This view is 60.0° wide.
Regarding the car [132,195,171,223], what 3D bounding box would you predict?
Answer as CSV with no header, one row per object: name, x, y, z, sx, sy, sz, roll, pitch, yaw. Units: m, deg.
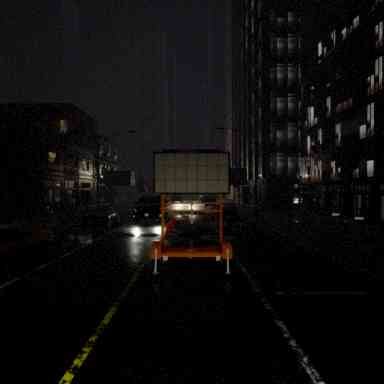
car,-3.118,1.225,25.590,2.150,2.045,5.566,0,0,0

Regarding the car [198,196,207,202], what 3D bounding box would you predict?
car,2.630,1.596,81.771,2.008,1.369,4.403,0,0,0

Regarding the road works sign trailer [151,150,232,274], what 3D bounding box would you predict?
road works sign trailer,-0.007,0.465,10.545,2.380,3.560,2.880,0,0,0

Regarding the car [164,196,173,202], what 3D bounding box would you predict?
car,-5.750,1.627,81.761,1.802,1.307,4.206,0,0,0

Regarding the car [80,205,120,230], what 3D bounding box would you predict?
car,-5.707,1.553,20.996,2.008,1.369,4.403,0,0,0

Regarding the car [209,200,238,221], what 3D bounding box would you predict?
car,2.669,1.555,26.528,2.008,1.369,4.403,0,0,0

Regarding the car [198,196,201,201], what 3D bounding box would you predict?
car,2.642,1.555,65.367,1.752,1.417,4.829,0,0,0

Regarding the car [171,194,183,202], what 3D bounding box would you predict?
car,-3.046,1.252,66.724,2.150,2.045,5.566,0,0,0

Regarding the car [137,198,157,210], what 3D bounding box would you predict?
car,-5.723,1.562,43.092,2.008,1.369,4.403,0,0,0

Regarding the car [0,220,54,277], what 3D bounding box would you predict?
car,-5.699,1.526,9.776,1.752,1.417,4.829,0,0,0

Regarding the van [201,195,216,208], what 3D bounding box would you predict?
van,2.652,1.357,48.625,1.690,1.788,3.998,0,0,0

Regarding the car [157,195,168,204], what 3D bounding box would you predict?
car,-5.739,1.470,65.188,1.967,1.590,4.097,0,0,0

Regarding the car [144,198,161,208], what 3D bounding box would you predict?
car,-5.727,1.560,48.616,1.887,1.381,4.507,0,0,0

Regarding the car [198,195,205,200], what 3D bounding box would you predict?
car,2.622,1.582,92.988,1.752,1.417,4.829,0,0,0

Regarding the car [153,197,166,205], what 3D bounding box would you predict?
car,-5.734,1.591,59.664,1.947,1.339,4.313,0,0,0
